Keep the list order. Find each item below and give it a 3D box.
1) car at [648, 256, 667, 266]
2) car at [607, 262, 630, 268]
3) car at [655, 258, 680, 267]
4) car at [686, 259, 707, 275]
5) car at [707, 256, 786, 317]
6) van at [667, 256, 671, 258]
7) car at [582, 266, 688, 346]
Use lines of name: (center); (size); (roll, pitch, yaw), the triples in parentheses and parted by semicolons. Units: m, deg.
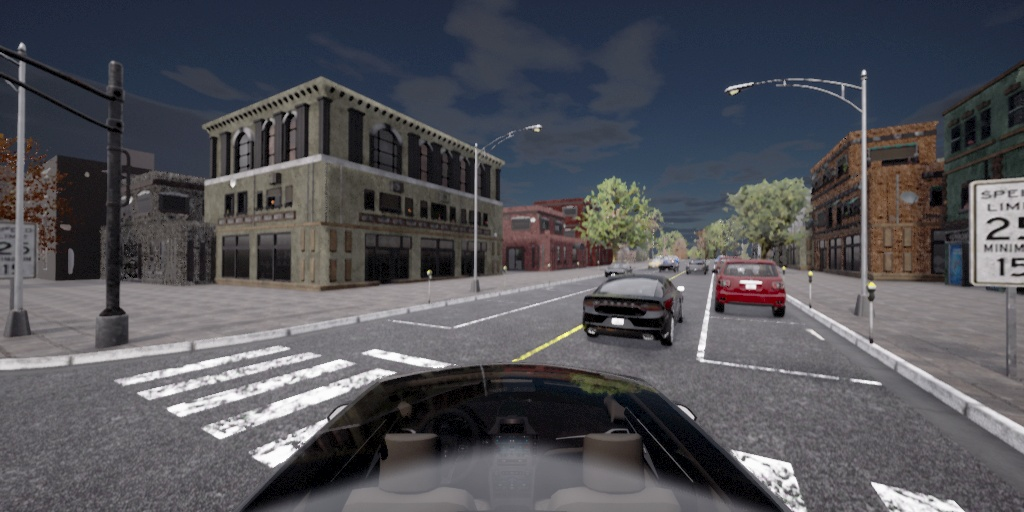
car: (20.421, 1.108, 50.894); (1.751, 1.417, 4.829); (0, 0, 30)
car: (9.523, 1.217, 31.780); (1.948, 1.339, 4.313); (0, 0, 30)
car: (18.233, 1.216, 41.626); (1.895, 1.301, 4.718); (0, 0, 30)
car: (19.039, 1.122, 36.876); (2.128, 1.511, 4.902); (0, 0, 30)
car: (8.572, 1.025, 13.193); (2.192, 1.841, 5.009); (0, 0, 30)
van: (23.250, 0.905, 55.857); (1.690, 1.789, 3.998); (0, 0, 30)
car: (3.418, 1.202, 9.584); (1.882, 1.535, 5.008); (0, 0, 30)
